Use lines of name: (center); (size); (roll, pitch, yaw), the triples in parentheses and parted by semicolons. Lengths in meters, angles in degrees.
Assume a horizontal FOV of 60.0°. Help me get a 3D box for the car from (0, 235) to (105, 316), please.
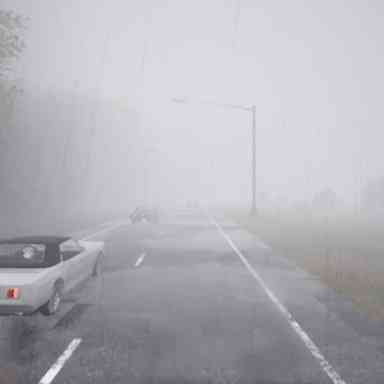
car: (-3.400, 1.629, 7.490); (1.895, 1.301, 4.718); (0, 0, 0)

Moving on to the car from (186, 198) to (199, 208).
car: (0.110, 1.758, 50.682); (1.994, 1.385, 4.181); (0, 0, 0)

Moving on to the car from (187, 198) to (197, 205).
car: (0.015, 1.855, 65.530); (1.895, 1.301, 4.718); (0, 0, 0)

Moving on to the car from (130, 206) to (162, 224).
car: (-3.396, 1.698, 25.594); (1.895, 1.301, 4.718); (0, 0, 0)
